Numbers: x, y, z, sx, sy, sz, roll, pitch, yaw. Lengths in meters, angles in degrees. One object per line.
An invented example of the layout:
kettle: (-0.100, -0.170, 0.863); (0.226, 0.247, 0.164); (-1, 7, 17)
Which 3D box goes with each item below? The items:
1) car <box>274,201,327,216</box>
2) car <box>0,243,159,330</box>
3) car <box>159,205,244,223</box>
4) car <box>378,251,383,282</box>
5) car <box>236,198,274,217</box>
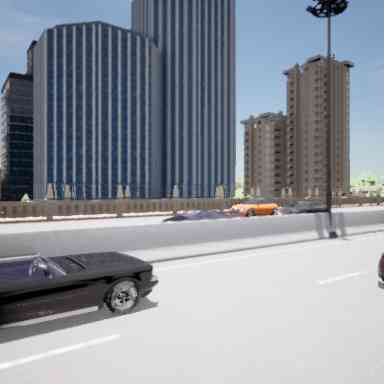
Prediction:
car: (9.318, 1.493, 27.415); (4.892, 1.490, 1.837); (0, 0, -34)
car: (-2.998, 1.596, 5.885); (4.718, 1.301, 1.895); (0, 0, -35)
car: (0.288, 1.554, 16.963); (4.181, 1.385, 1.994); (0, 0, -35)
car: (6.457, 1.562, 8.204); (4.181, 1.385, 1.994); (0, 0, -35)
car: (5.423, 1.337, 28.985); (4.553, 1.767, 2.097); (0, 0, -34)
